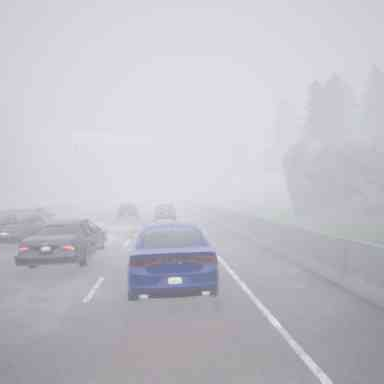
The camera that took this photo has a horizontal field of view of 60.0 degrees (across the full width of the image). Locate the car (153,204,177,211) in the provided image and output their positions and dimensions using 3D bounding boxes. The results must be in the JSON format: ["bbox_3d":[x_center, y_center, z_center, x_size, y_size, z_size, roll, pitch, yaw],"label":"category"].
[{"bbox_3d":[-2.201,1.683,27.489,2.033,1.411,5.357,-1,0,-5],"label":"car"}]

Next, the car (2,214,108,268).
[{"bbox_3d":[-4.334,1.657,11.853,2.033,1.411,5.357,-1,0,-5],"label":"car"}]

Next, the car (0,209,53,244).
[{"bbox_3d":[-8.244,1.788,16.354,1.994,1.385,4.181,-1,0,-5],"label":"car"}]

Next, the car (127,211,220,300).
[{"bbox_3d":[-0.534,1.485,8.570,1.882,1.535,5.008,-1,0,-5],"label":"car"}]

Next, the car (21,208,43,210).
[{"bbox_3d":[-12.656,1.947,26.552,2.033,1.411,5.357,-1,0,-5],"label":"car"}]

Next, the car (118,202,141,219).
[{"bbox_3d":[-6.180,1.779,32.760,1.837,1.490,4.892,-1,0,-5],"label":"car"}]
